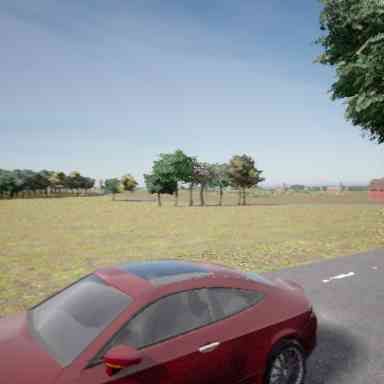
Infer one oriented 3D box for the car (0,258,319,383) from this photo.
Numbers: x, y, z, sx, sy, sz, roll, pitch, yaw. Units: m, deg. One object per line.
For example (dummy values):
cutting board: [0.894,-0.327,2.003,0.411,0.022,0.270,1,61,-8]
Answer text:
car: [-0.572,1.525,3.461,4.674,1.442,1.812,0,0,-35]
